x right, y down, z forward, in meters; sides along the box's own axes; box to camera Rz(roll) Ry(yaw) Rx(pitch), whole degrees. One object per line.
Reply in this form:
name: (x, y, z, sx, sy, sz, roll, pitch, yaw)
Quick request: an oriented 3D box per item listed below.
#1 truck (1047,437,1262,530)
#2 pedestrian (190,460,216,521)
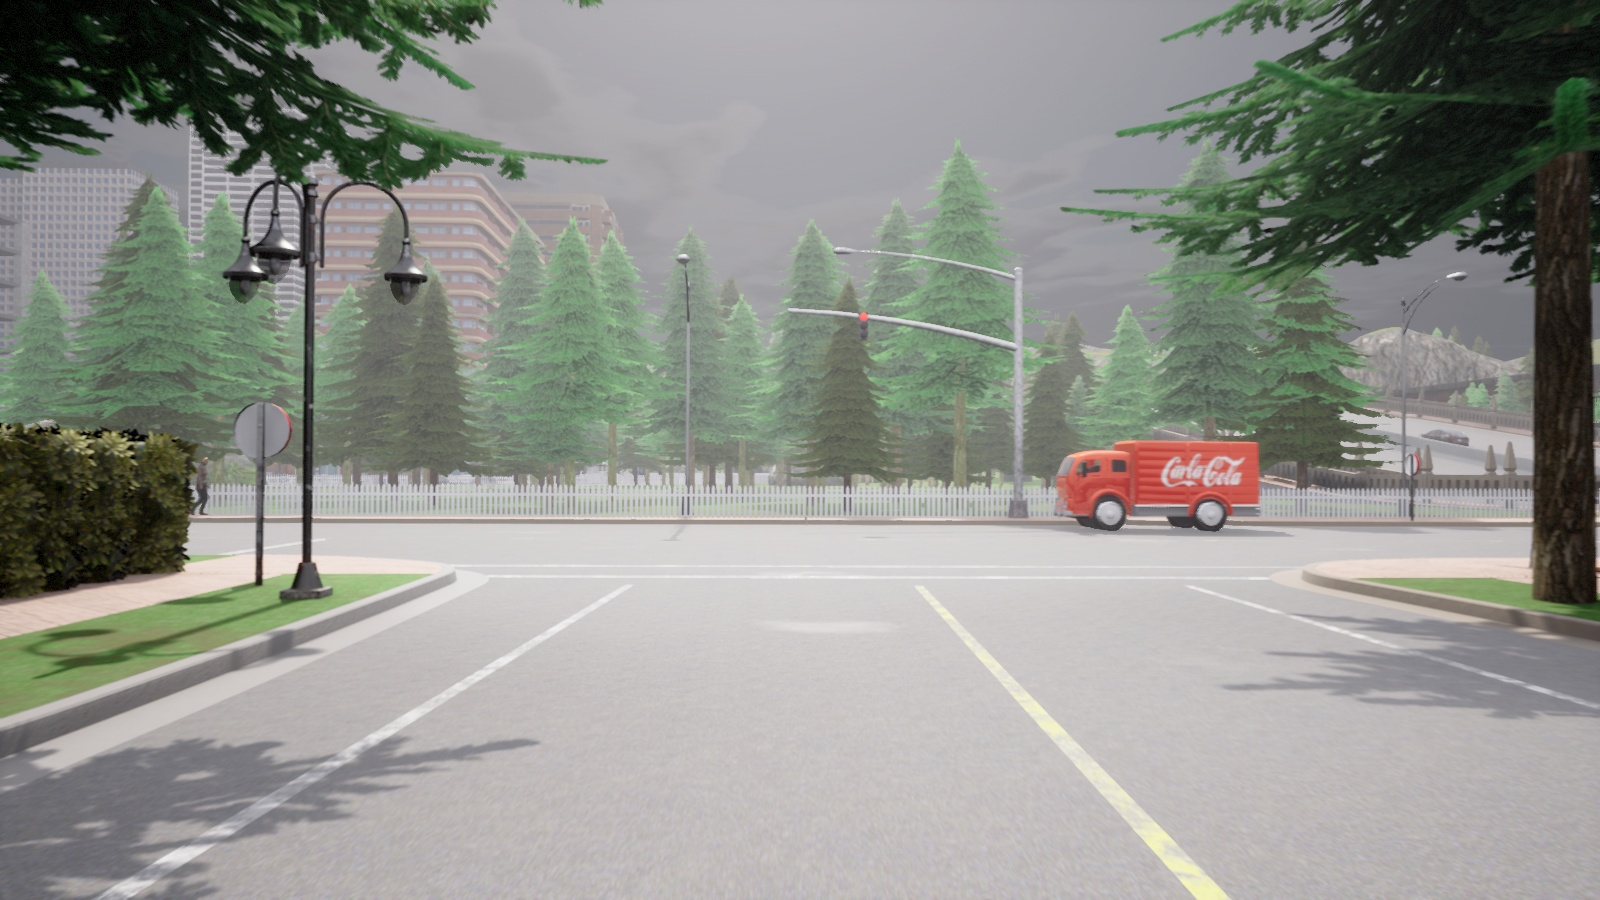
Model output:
truck: (9.745, 0.910, 34.903, 5.204, 2.467, 2.627, 0, -1, -1)
pedestrian: (-18.268, 1.231, 38.447, 0.634, 1.846, 0.331, 0, -1, -1)
